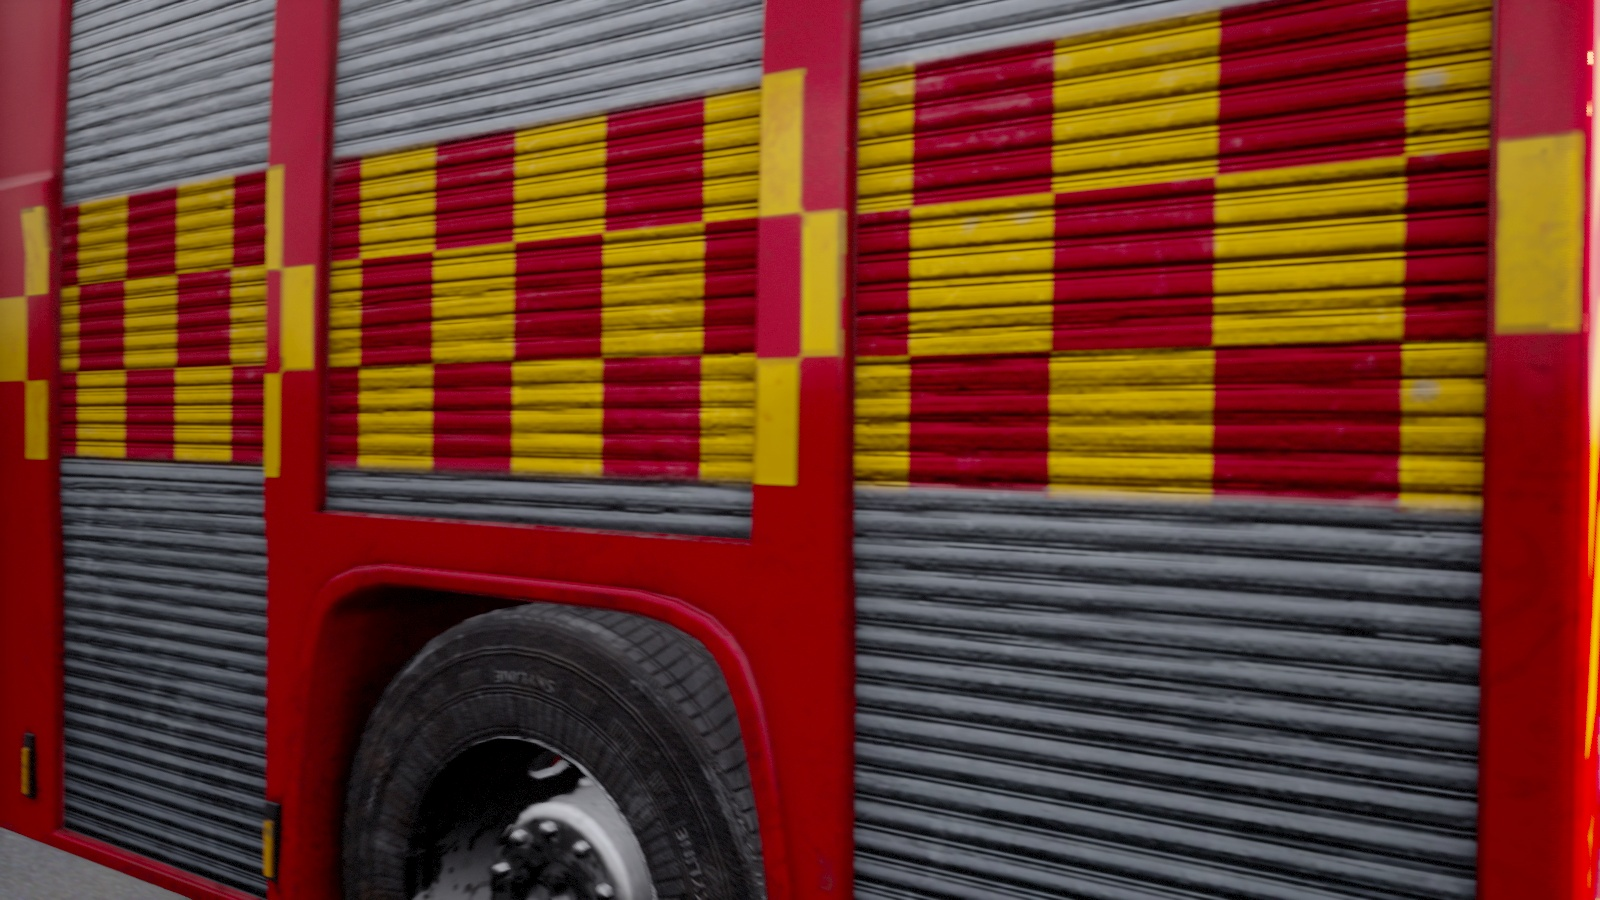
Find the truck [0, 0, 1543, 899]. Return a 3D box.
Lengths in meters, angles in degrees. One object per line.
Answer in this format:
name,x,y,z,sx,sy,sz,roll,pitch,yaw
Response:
truck,-2.062,-0.483,4.971,8.468,3.827,2.891,0,1,34
